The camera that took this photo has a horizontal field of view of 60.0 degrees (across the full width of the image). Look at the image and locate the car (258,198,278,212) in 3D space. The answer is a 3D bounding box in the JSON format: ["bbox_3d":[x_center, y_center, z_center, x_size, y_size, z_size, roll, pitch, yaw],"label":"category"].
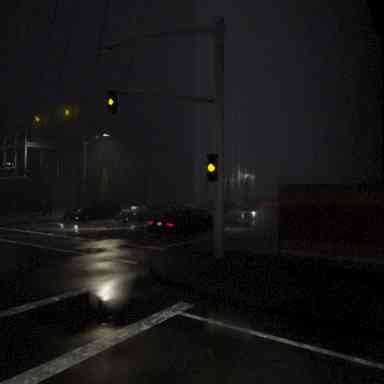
[{"bbox_3d":[9.766,1.409,38.020,2.097,1.767,4.553,0,0,36],"label":"car"}]

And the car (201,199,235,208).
[{"bbox_3d":[2.088,1.533,33.631,1.882,1.535,5.008,0,0,35],"label":"car"}]

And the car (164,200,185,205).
[{"bbox_3d":[-2.376,1.560,33.408,1.837,1.490,4.892,0,0,36],"label":"car"}]

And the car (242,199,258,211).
[{"bbox_3d":[8.054,1.581,41.953,1.812,1.442,4.674,0,0,36],"label":"car"}]

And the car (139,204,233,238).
[{"bbox_3d":[-0.121,1.603,18.164,2.033,1.411,5.357,0,0,36],"label":"car"}]

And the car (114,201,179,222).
[{"bbox_3d":[-3.424,1.656,25.925,1.895,1.301,4.718,0,0,36],"label":"car"}]

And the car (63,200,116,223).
[{"bbox_3d":[-7.689,1.407,25.973,2.097,1.767,4.553,0,0,36],"label":"car"}]
